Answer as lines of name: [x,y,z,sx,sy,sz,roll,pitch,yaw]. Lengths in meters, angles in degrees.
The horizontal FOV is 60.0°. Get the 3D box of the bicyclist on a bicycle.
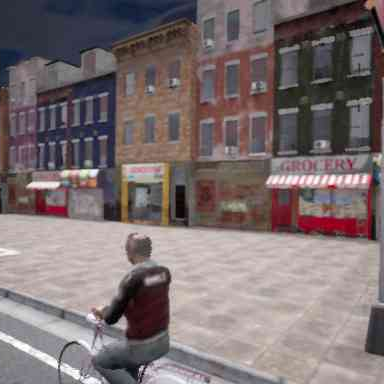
bicyclist on a bicycle: [-0.580,1.214,2.745,1.843,1.776,0.659,0,0,35]
